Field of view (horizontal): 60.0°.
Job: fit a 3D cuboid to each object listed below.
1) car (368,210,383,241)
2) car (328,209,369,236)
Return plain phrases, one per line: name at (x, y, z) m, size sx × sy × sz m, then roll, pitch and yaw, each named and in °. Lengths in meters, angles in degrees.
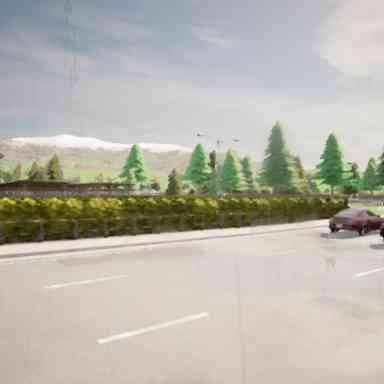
car at (10.769, 1.662, 15.727) m, size 4.902 × 1.511 × 2.128 m, roll 1°, pitch 0°, yaw -35°
car at (9.833, 1.710, 19.632) m, size 4.674 × 1.442 × 1.812 m, roll 1°, pitch 0°, yaw -39°
